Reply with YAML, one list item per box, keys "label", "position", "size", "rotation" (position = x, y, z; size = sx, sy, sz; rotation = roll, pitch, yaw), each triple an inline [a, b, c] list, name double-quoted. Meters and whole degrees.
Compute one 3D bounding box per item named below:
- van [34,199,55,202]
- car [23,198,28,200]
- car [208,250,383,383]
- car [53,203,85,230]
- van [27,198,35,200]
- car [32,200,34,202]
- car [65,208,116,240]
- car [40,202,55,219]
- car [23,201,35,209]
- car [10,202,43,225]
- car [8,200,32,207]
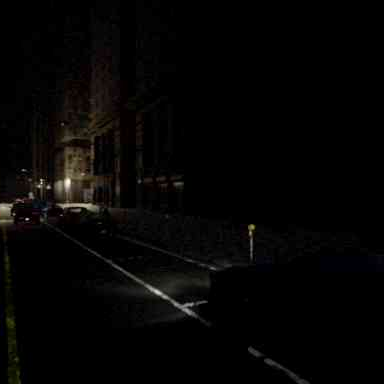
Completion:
- label: "van"
  position: [-16.746, 1.819, 38.224]
  size: [1.690, 1.788, 3.998]
  rotation: [0, -1, -30]
- label: "car"
  position: [-27.998, 2.178, 57.947]
  size: [1.967, 1.590, 4.097]
  rotation: [0, -1, -30]
- label: "car"
  position: [2.077, 1.523, 4.423]
  size: [1.882, 1.535, 5.008]
  rotation: [0, -1, -30]
- label: "car"
  position: [-8.305, 1.727, 23.429]
  size: [1.967, 1.590, 4.097]
  rotation: [0, -1, -30]
- label: "van"
  position: [-22.372, 1.949, 48.086]
  size: [1.690, 1.788, 3.998]
  rotation: [0, -1, -30]
- label: "car"
  position: [-19.558, 2.088, 43.153]
  size: [1.887, 1.381, 4.507]
  rotation: [0, -1, -30]
- label: "car"
  position: [-5.491, 1.775, 18.497]
  size: [2.008, 1.369, 4.403]
  rotation: [0, -1, -30]
- label: "car"
  position: [-13.931, 1.965, 33.291]
  size: [2.008, 1.369, 4.403]
  rotation: [0, -1, -30]
- label: "car"
  position: [-30.811, 2.386, 62.877]
  size: [1.802, 1.307, 4.206]
  rotation: [0, -1, -30]
- label: "car"
  position: [-13.797, 1.854, 27.618]
  size: [1.837, 1.490, 4.892]
  rotation: [0, -1, -29]
- label: "car"
  position: [-19.457, 1.984, 37.466]
  size: [1.837, 1.490, 4.892]
  rotation: [0, 0, -29]
